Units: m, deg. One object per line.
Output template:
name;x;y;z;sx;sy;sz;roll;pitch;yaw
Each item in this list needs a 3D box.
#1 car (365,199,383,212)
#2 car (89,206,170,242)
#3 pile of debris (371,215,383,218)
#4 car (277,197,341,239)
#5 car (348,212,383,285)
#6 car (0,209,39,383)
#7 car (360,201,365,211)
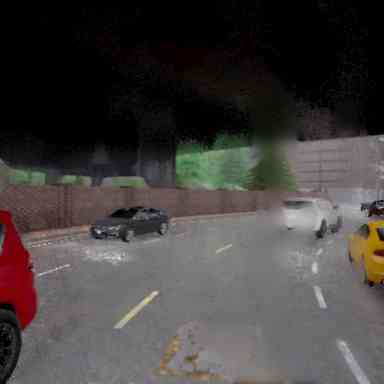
car;19.333;1.592;33.372;2.097;1.767;4.553;1;0;41
car;-2.868;1.467;16.278;1.837;1.490;4.892;0;0;27
pile of debris;18.798;2.409;32.952;1.500;0.140;1.860;1;0;41
car;6.601;1.303;18.424;2.150;2.045;5.566;0;0;36
car;5.609;1.547;9.339;1.882;1.535;5.008;0;0;19
car;-3.337;1.179;2.241;2.150;2.045;5.566;0;0;6
car;23.566;1.800;43.738;1.837;1.490;4.892;1;-1;42
